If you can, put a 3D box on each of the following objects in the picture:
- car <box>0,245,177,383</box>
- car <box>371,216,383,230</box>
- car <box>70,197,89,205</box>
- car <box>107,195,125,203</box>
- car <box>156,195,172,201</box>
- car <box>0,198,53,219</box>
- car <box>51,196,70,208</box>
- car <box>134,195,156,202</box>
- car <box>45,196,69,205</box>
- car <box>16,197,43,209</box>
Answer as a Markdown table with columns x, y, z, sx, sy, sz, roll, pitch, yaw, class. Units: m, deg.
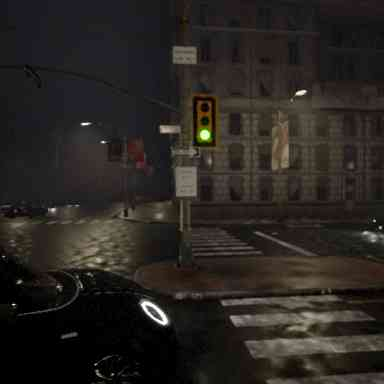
| x | y | z | sx | sy | sz | roll | pitch | yaw | class |
| --- | --- | --- | --- | --- | --- | --- | --- | --- | --- |
| -2.438 | 1.358 | 3.516 | 4.553 | 1.767 | 2.097 | 0 | 0 | -28 | car |
| 12.455 | 1.445 | 17.594 | 5.357 | 1.411 | 2.033 | 0 | 0 | -6 | car |
| -19.872 | 1.522 | 58.707 | 2.033 | 1.411 | 5.357 | 0 | 0 | 4 | car |
| -14.972 | 1.286 | 65.886 | 2.097 | 1.767 | 4.553 | 0 | 0 | 16 | car |
| -6.662 | 1.408 | 75.905 | 2.033 | 1.411 | 5.357 | 0 | 0 | 35 | car |
| -14.218 | 1.559 | 28.864 | 2.033 | 1.411 | 5.357 | 0 | 0 | -6 | car |
| -19.797 | 1.489 | 48.250 | 2.128 | 1.511 | 4.902 | 0 | 0 | -6 | car |
| -11.064 | 1.370 | 75.376 | 1.882 | 1.535 | 5.008 | 0 | 0 | 32 | car |
| -23.455 | 1.500 | 57.985 | 1.837 | 1.490 | 4.892 | 0 | 0 | 4 | car |
| -23.267 | 1.495 | 47.746 | 1.882 | 1.535 | 5.008 | 0 | 0 | -6 | car |
